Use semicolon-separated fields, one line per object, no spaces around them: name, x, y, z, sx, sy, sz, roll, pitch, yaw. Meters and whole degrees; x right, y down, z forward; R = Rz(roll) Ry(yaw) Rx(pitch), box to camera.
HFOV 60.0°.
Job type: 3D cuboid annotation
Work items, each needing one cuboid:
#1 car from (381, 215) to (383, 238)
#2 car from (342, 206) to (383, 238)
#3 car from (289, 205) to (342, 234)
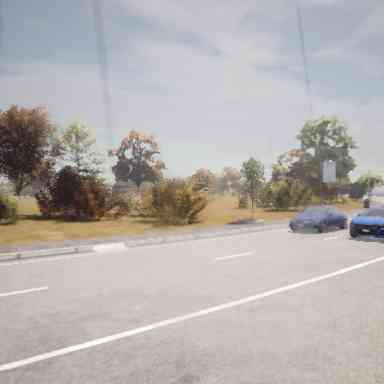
car;7.870;1.473;10.191;5.008;1.535;1.882;0;0;-40
car;9.665;1.474;16.732;5.008;1.535;1.882;0;0;-43
car;7.554;1.527;19.529;4.674;1.442;1.812;0;0;-43
